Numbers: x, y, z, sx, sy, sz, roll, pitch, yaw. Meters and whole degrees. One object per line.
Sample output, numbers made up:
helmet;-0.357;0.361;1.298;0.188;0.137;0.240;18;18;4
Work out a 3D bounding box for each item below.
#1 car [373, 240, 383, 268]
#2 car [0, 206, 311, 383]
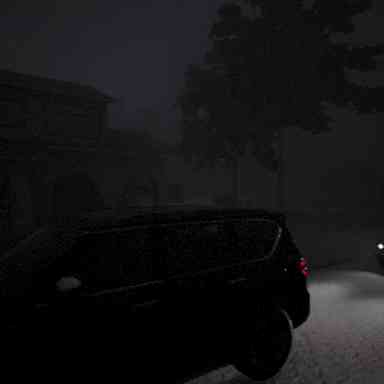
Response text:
car;7.394;1.589;9.862;4.718;1.301;1.895;0;0;-35
car;-0.930;1.223;3.940;5.566;2.045;2.150;0;0;-35
